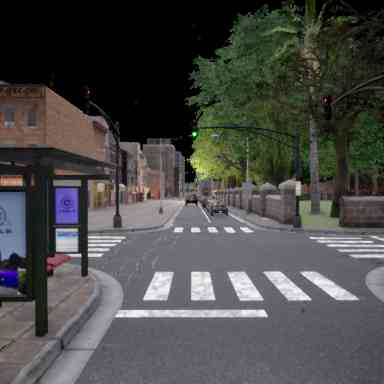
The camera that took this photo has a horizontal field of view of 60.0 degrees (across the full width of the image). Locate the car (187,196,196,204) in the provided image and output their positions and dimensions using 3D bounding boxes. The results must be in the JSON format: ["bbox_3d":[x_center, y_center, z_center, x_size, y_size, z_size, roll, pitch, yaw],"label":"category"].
[{"bbox_3d":[-0.082,1.675,67.763,1.837,1.490,4.892,0,0,0],"label":"car"}]

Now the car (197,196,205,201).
[{"bbox_3d":[2.509,1.898,92.739,1.947,1.339,4.313,-1,0,0],"label":"car"}]

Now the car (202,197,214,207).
[{"bbox_3d":[2.557,1.632,54.757,1.752,1.417,4.829,-1,0,0],"label":"car"}]

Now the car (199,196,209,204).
[{"bbox_3d":[2.535,1.628,70.939,1.967,1.590,4.097,-1,0,0],"label":"car"}]

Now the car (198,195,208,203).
[{"bbox_3d":[2.525,1.535,76.390,2.192,1.841,5.009,-1,0,0],"label":"car"}]

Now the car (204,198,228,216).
[{"bbox_3d":[2.586,1.580,32.787,2.008,1.369,4.403,-1,0,0],"label":"car"}]

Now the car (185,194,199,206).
[{"bbox_3d":[-0.070,1.340,57.373,2.150,2.045,5.566,0,0,0],"label":"car"}]

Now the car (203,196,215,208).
[{"bbox_3d":[2.578,1.570,38.406,1.752,1.417,4.829,-1,0,0],"label":"car"}]

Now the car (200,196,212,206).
[{"bbox_3d":[2.548,1.571,60.039,1.967,1.590,4.097,-1,0,0],"label":"car"}]

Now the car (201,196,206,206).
[{"bbox_3d":[2.571,1.612,43.688,2.008,1.369,4.403,-1,0,0],"label":"car"}]

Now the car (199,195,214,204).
[{"bbox_3d":[2.560,1.398,49.138,2.192,1.841,5.009,-1,0,0],"label":"car"}]
